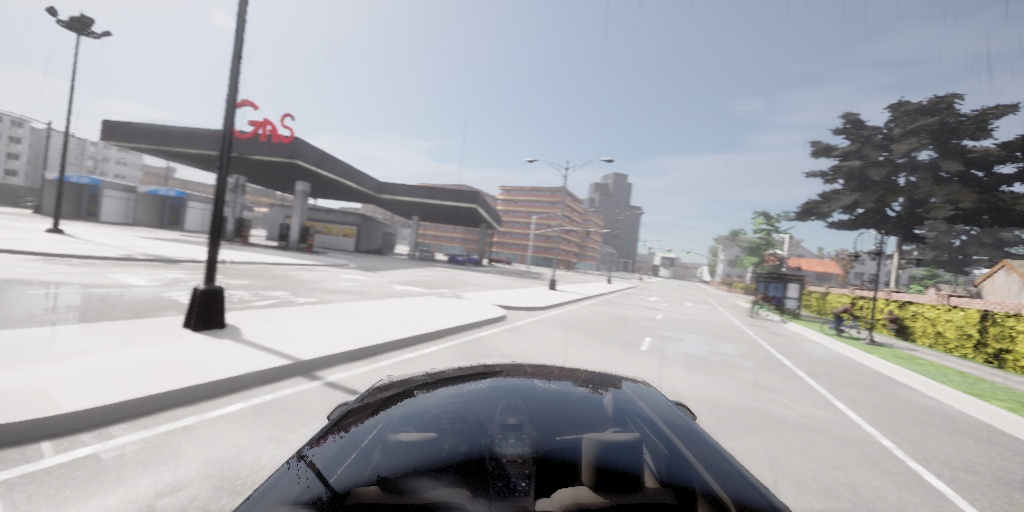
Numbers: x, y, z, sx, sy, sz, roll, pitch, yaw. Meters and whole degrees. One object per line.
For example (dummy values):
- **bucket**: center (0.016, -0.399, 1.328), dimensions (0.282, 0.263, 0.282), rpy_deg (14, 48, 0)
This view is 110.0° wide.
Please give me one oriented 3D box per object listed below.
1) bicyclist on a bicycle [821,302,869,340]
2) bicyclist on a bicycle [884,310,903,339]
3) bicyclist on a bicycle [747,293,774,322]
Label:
- **bicyclist on a bicycle**: center (14.683, 2.819, 15.761), dimensions (1.656, 1.620, 0.582), rpy_deg (7, 0, 22)
- **bicyclist on a bicycle**: center (19.248, 3.362, 18.131), dimensions (0.582, 1.656, 1.620), rpy_deg (-13, -44, 42)
- **bicyclist on a bicycle**: center (14.639, 2.956, 21.088), dimensions (0.582, 1.620, 1.656), rpy_deg (7, 0, -18)
